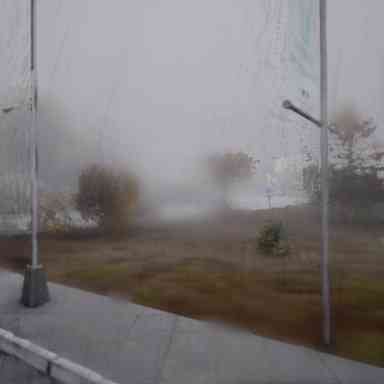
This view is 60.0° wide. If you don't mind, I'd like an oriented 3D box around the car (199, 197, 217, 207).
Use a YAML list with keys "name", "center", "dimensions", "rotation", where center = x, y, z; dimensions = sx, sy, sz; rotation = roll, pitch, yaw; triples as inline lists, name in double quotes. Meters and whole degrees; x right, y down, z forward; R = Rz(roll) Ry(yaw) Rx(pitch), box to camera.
- name: "car"
  center: [3.625, 1.561, 53.437]
  dimensions: [1.812, 1.442, 4.674]
  rotation: [-1, 0, 38]

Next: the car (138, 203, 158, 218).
- name: "car"
  center: [-5.234, 1.697, 31.067]
  dimensions: [1.837, 1.490, 4.892]
  rotation: [-1, 0, 39]

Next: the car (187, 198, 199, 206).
- name: "car"
  center: [1.036, 1.629, 55.803]
  dimensions: [1.994, 1.385, 4.181]
  rotation: [-1, 1, 38]
